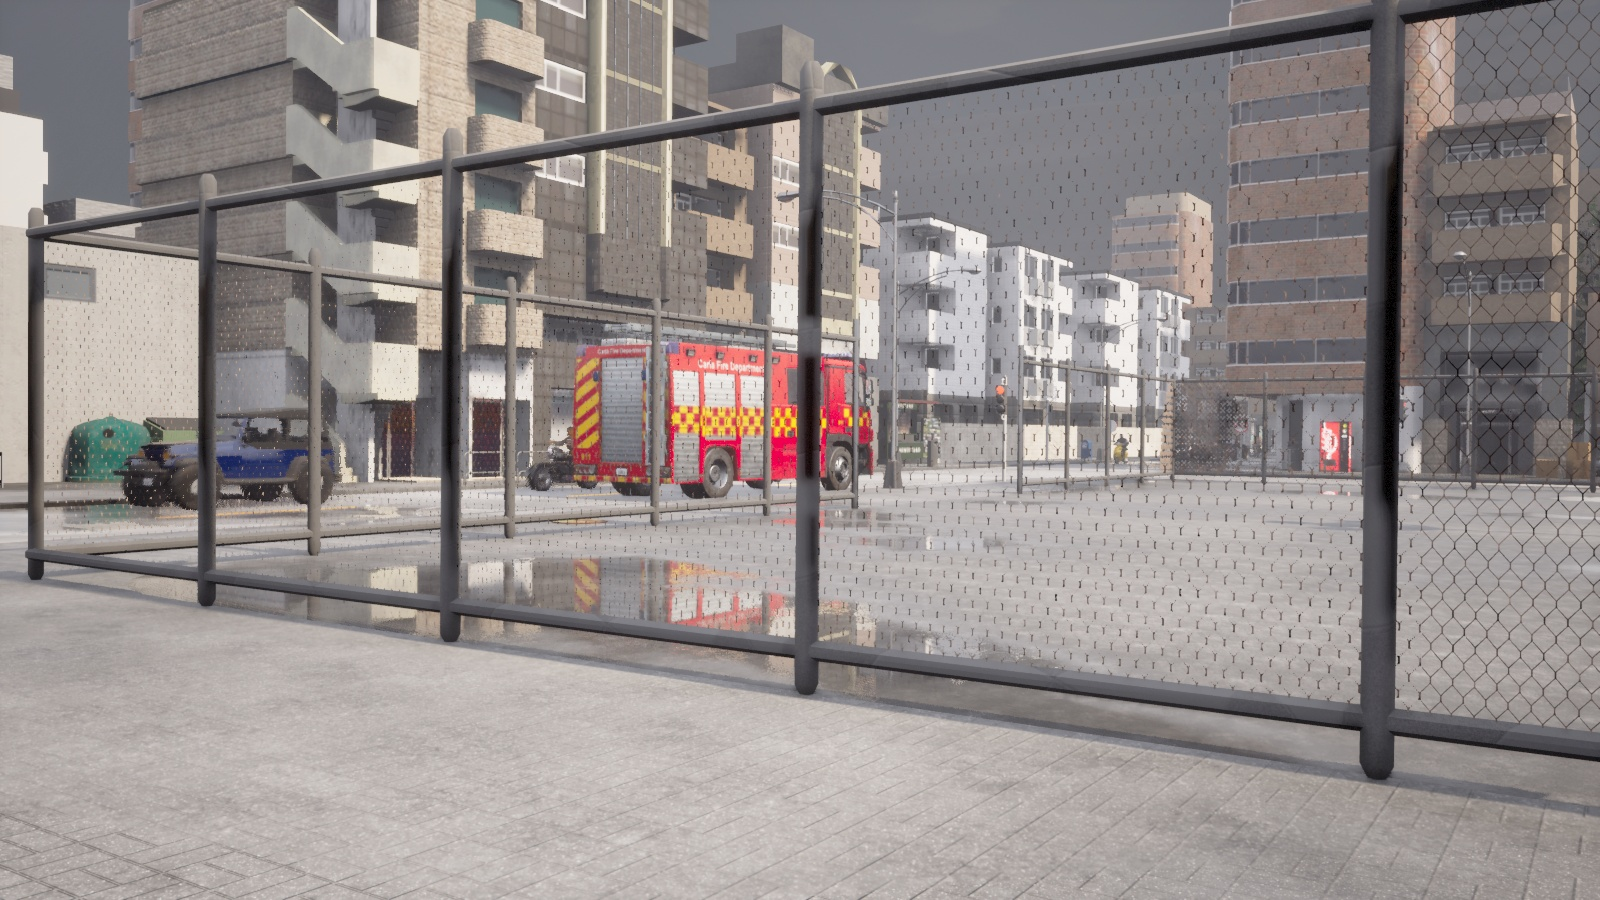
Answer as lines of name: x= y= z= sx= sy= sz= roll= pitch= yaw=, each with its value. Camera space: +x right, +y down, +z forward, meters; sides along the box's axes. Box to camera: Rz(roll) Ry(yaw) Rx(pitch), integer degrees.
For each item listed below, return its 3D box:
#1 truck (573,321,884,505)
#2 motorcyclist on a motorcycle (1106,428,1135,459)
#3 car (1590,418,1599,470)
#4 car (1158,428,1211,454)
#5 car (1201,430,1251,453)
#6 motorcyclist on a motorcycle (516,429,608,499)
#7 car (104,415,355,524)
truck: x=-1.391 y=-0.835 z=30.369 sx=2.891 sy=3.827 sz=8.468 roll=0 pitch=1 yaw=34
motorcyclist on a motorcycle: x=16.457 y=-0.345 z=64.484 sx=0.866 sy=1.590 sz=1.817 roll=0 pitch=1 yaw=34
car: x=27.949 y=-0.224 z=40.049 sx=4.611 sy=1.667 sz=2.242 roll=0 pitch=1 yaw=34
car: x=22.571 y=-0.513 z=73.678 sx=1.970 sy=1.475 sz=3.806 roll=0 pitch=1 yaw=33
car: x=27.553 y=-0.562 z=81.170 sx=1.994 sy=1.385 sz=4.181 roll=0 pitch=1 yaw=34
motorcyclist on a motorcycle: x=-5.827 y=0.313 z=30.898 sx=0.766 sy=1.649 sz=2.350 roll=0 pitch=1 yaw=34
car: x=-10.636 y=0.300 z=23.651 sx=1.905 sy=1.878 sz=3.866 roll=0 pitch=1 yaw=34
